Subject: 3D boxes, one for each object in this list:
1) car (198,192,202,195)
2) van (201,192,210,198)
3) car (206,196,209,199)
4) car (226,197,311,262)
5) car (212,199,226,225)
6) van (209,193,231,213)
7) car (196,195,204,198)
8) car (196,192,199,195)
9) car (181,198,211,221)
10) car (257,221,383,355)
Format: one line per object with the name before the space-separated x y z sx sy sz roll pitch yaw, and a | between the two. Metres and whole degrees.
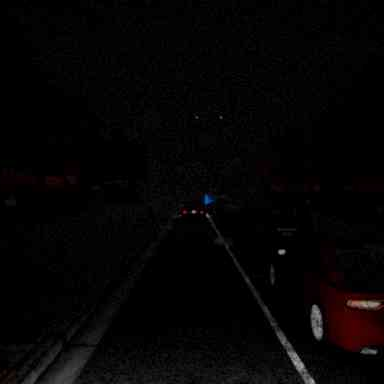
car | 2.687 1.158 61.520 1.967 1.590 4.097 1 0 0
van | 2.681 1.102 50.439 1.690 1.788 3.998 1 0 0
car | 2.669 1.401 33.818 1.947 1.339 4.313 1 0 0
car | 2.658 1.258 11.654 2.192 1.841 5.009 1 0 0
car | 2.662 1.433 22.737 1.887 1.381 4.507 1 0 0
van | 2.668 1.202 28.277 1.690 1.788 3.998 1 0 0
car | 0.126 1.398 41.739 1.895 1.301 4.718 0 0 0
car | 2.707 1.147 94.077 1.752 1.417 4.829 1 0 0
car | 0.116 1.422 25.439 2.033 1.411 5.357 0 0 0
car | 2.651 1.515 6.114 1.887 1.381 4.507 1 0 0
